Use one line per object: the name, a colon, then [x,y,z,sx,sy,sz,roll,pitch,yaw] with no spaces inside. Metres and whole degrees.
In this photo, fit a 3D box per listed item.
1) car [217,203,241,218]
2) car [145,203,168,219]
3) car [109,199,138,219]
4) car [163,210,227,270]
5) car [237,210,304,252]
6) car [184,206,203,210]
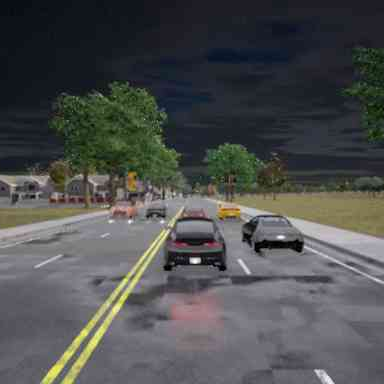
car: [3.370,1.741,30.918,1.882,1.535,5.008,0,0,0]
car: [-3.325,1.823,32.301,2.033,1.411,5.357,0,0,0]
car: [-6.572,1.629,32.462,2.097,1.767,4.553,0,0,0]
car: [0.095,1.606,11.418,1.837,1.490,4.892,0,0,0]
car: [3.354,1.689,14.546,1.994,1.385,4.181,0,-1,0]
car: [0.115,1.840,27.978,1.895,1.301,4.718,0,0,0]
